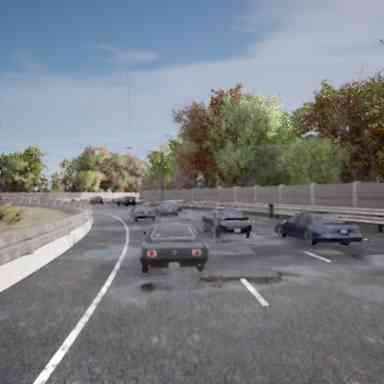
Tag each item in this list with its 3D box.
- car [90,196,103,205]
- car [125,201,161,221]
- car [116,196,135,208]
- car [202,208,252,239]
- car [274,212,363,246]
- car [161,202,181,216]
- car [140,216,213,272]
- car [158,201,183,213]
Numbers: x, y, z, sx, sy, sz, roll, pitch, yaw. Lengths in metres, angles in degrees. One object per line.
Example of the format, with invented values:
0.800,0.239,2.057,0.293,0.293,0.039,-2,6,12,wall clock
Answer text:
-22.673,2.035,79.235,2.150,2.045,5.566,0,-1,-27,car
-4.543,1.839,30.108,2.033,1.411,5.357,0,-1,-17,car
-12.527,1.842,62.896,2.150,2.045,5.566,0,-1,-32,car
1.762,1.650,18.269,2.128,1.511,4.902,0,-1,-10,car
5.747,1.668,15.892,2.033,1.411,5.357,0,-1,-9,car
-2.917,1.903,36.054,1.994,1.385,4.181,0,-1,-19,car
-0.700,1.706,11.210,1.895,1.301,4.718,0,-1,-6,car
-2.988,1.990,45.329,1.994,1.385,4.181,0,-1,-24,car
